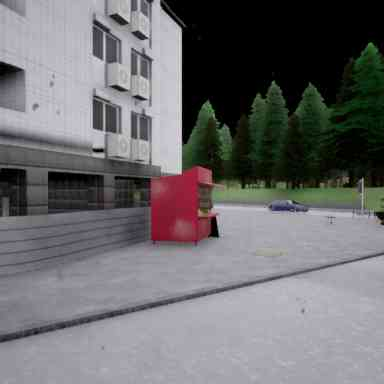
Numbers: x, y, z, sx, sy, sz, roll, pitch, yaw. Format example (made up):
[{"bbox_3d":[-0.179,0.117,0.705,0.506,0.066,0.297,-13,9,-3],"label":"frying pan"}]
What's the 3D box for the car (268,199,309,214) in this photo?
[{"bbox_3d":[10.342,1.526,35.966,1.812,1.442,4.674,0,0,-36],"label":"car"}]
